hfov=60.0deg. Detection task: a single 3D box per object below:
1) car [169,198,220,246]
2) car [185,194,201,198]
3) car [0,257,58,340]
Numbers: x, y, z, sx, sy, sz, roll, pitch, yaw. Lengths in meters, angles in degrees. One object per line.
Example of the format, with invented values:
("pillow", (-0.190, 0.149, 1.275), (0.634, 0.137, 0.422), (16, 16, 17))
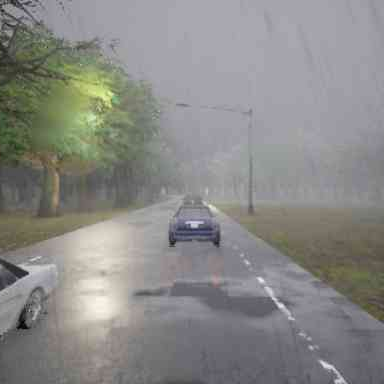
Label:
("car", (0.103, 1.339, 15.215), (2.097, 1.767, 4.553), (0, 0, 0))
("car", (0.110, 1.203, 37.386), (2.150, 2.045, 5.566), (0, 0, 0))
("car", (-3.498, 1.597, 4.125), (1.895, 1.301, 4.718), (0, 0, 0))
